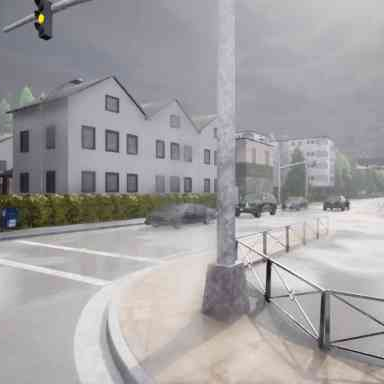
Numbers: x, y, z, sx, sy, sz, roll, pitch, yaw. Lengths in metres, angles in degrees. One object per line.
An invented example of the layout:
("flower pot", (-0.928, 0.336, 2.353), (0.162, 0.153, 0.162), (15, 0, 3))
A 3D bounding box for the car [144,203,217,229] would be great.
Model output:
("car", (-0.471, 1.361, 20.183), (2.033, 1.411, 5.357), (0, 0, 35))

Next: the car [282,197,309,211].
("car", (11.566, 1.305, 37.075), (2.128, 1.511, 4.902), (0, 0, 36))

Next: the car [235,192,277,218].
("car", (5.496, 1.035, 28.594), (2.150, 2.045, 5.566), (0, 0, 35))

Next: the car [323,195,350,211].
("car", (16.409, 1.164, 37.593), (2.097, 1.767, 4.553), (0, 0, 35))
